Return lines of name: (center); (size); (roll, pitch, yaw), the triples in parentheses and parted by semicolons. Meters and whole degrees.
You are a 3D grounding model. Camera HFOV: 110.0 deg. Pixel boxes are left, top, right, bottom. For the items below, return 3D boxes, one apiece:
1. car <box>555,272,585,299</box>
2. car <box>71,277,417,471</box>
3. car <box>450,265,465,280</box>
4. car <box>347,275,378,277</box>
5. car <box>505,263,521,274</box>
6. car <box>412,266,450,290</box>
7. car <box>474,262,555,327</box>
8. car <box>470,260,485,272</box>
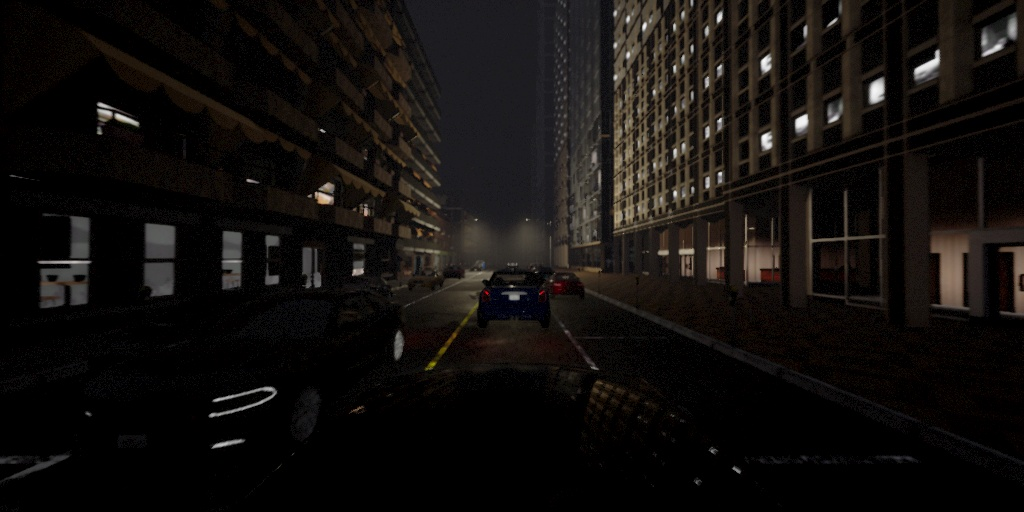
car: (2.685, 1.482, 18.701); (1.802, 1.307, 4.207); (0, 0, 0)
car: (-3.102, 1.260, 5.427); (1.882, 1.535, 5.008); (0, -1, 0)
car: (-5.698, 1.601, 35.645); (1.888, 1.381, 4.507); (0, 0, 0)
car: (-5.693, 1.400, 13.051); (2.007, 1.370, 4.403); (0, 0, 0)
car: (0.090, 1.673, 49.165); (2.128, 1.511, 4.902); (0, -1, 0)
car: (-5.696, 1.477, 24.178); (1.751, 1.417, 4.829); (0, 0, 0)
car: (0.043, 1.193, 12.115); (2.097, 1.767, 4.553); (0, -1, -1)
car: (-5.703, 1.835, 58.238); (1.948, 1.339, 4.313); (0, 0, 0)
